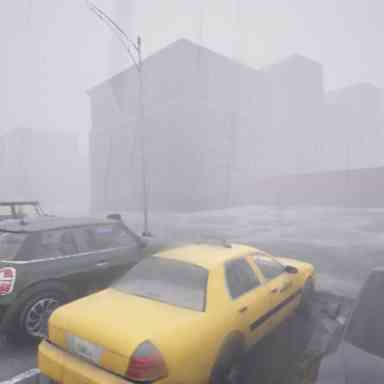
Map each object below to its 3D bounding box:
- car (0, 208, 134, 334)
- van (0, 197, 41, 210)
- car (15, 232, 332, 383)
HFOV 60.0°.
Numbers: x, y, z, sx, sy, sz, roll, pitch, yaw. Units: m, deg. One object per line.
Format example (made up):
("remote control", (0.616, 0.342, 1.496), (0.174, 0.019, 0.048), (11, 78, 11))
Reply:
("car", (-2.030, 1.297, 6.730), (2.185, 1.767, 4.553), (1, 0, 36))
("van", (-6.474, 1.167, 10.084), (1.878, 1.987, 4.442), (0, 0, 36))
("car", (0.470, 1.450, 5.212), (1.946, 1.575, 5.366), (1, 0, 36))
